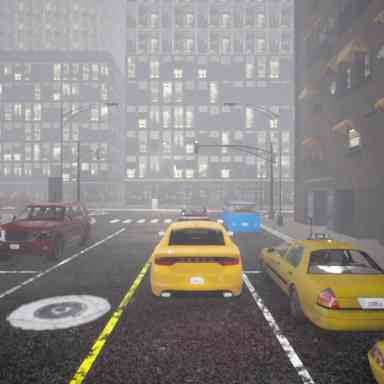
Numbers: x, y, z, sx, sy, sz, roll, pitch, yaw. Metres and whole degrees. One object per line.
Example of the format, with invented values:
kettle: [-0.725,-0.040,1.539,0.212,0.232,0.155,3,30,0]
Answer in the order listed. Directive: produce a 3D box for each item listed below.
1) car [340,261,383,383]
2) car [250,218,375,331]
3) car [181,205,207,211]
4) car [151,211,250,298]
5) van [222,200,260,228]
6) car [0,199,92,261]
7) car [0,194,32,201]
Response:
car: [2.570,1.525,1.337,1.752,1.417,4.829,0,0,0]
car: [2.576,1.526,6.977,1.752,1.417,4.829,0,0,0]
car: [0.125,1.496,19.059,2.128,1.511,4.902,0,0,0]
car: [0.108,1.479,8.588,1.882,1.535,5.008,0,0,0]
van: [2.588,1.345,18.088,1.690,1.788,3.998,0,0,0]
car: [-5.298,1.317,12.457,2.192,1.841,5.009,0,0,0]
car: [-20.833,1.110,38.090,5.009,1.841,2.192,1,-1,0]
